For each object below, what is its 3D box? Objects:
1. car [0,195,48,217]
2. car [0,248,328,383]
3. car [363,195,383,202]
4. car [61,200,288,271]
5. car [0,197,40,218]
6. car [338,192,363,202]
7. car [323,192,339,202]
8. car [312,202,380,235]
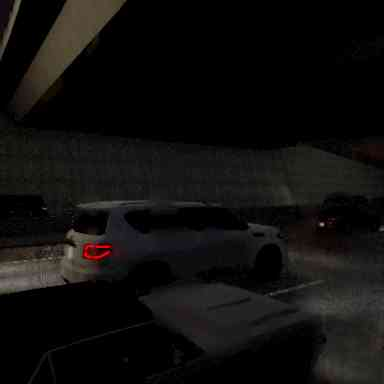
[{"bbox_3d":[-12.153,1.216,21.118,5.566,2.045,2.150,0,0,-35],"label":"car"},{"bbox_3d":[-0.790,1.598,3.183,4.718,1.301,1.895,0,0,-35],"label":"car"},{"bbox_3d":[28.024,1.397,49.683,4.674,1.442,1.812,0,0,-35],"label":"car"},{"bbox_3d":[-0.148,1.210,7.938,5.566,2.045,2.150,0,0,-35],"label":"car"},{"bbox_3d":[-10.906,1.349,17.709,4.553,1.767,2.097,0,0,-35],"label":"car"},{"bbox_3d":[25.619,1.224,52.272,4.553,1.767,2.097,0,0,-35],"label":"car"},{"bbox_3d":[24.352,1.097,55.658,5.566,2.045,2.150,0,0,-35],"label":"car"},{"bbox_3d":[8.554,1.482,18.452,4.674,1.442,1.812,0,0,-36],"label":"car"}]
